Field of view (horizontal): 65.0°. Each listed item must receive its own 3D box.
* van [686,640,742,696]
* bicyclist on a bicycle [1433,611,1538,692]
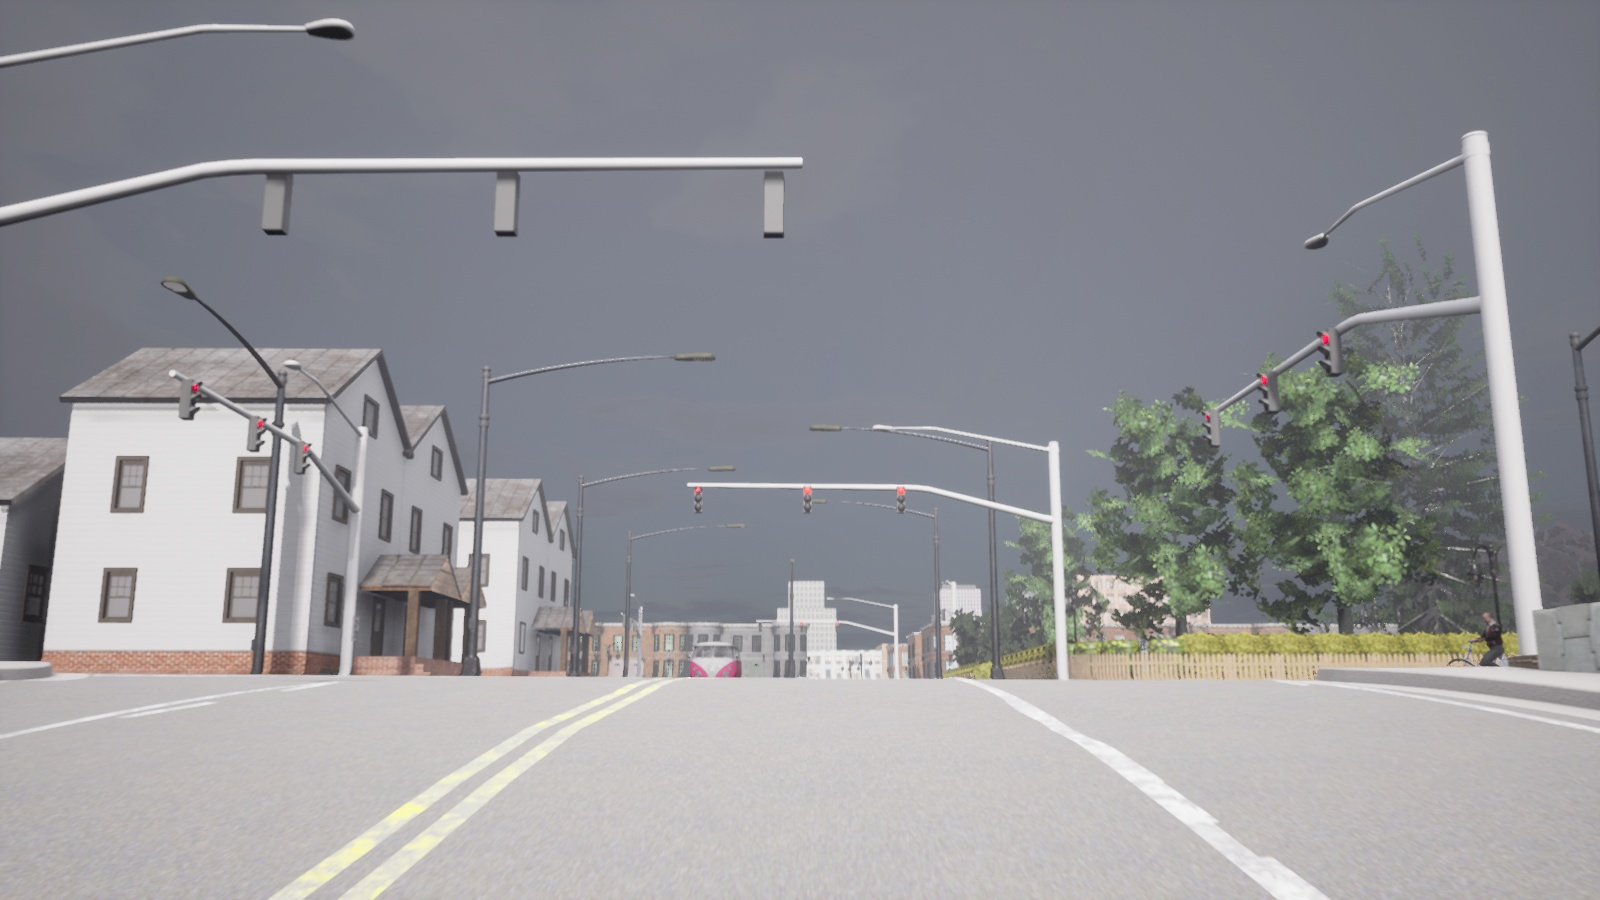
[{"bbox_3d":[-3.218,8.340,47.866,1.775,1.987,4.442,0,-11,0],"label":"van"},{"bbox_3d":[15.501,4.574,28.447,1.843,1.776,0.659,0,-11,1],"label":"bicyclist on a bicycle"}]
